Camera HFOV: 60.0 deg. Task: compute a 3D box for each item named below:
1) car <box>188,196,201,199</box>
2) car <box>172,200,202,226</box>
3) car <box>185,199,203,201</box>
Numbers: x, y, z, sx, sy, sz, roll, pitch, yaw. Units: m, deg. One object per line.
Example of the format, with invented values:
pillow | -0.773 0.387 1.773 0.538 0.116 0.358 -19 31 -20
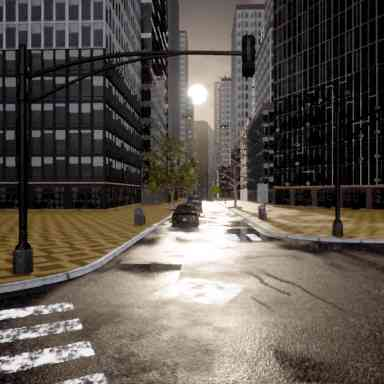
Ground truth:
car | 0.328 1.550 46.274 2.150 2.045 5.566 0 0 2
car | -0.427 1.652 25.409 1.882 1.535 5.008 0 0 2
car | -0.056 1.774 35.621 1.812 1.442 4.674 0 0 2
